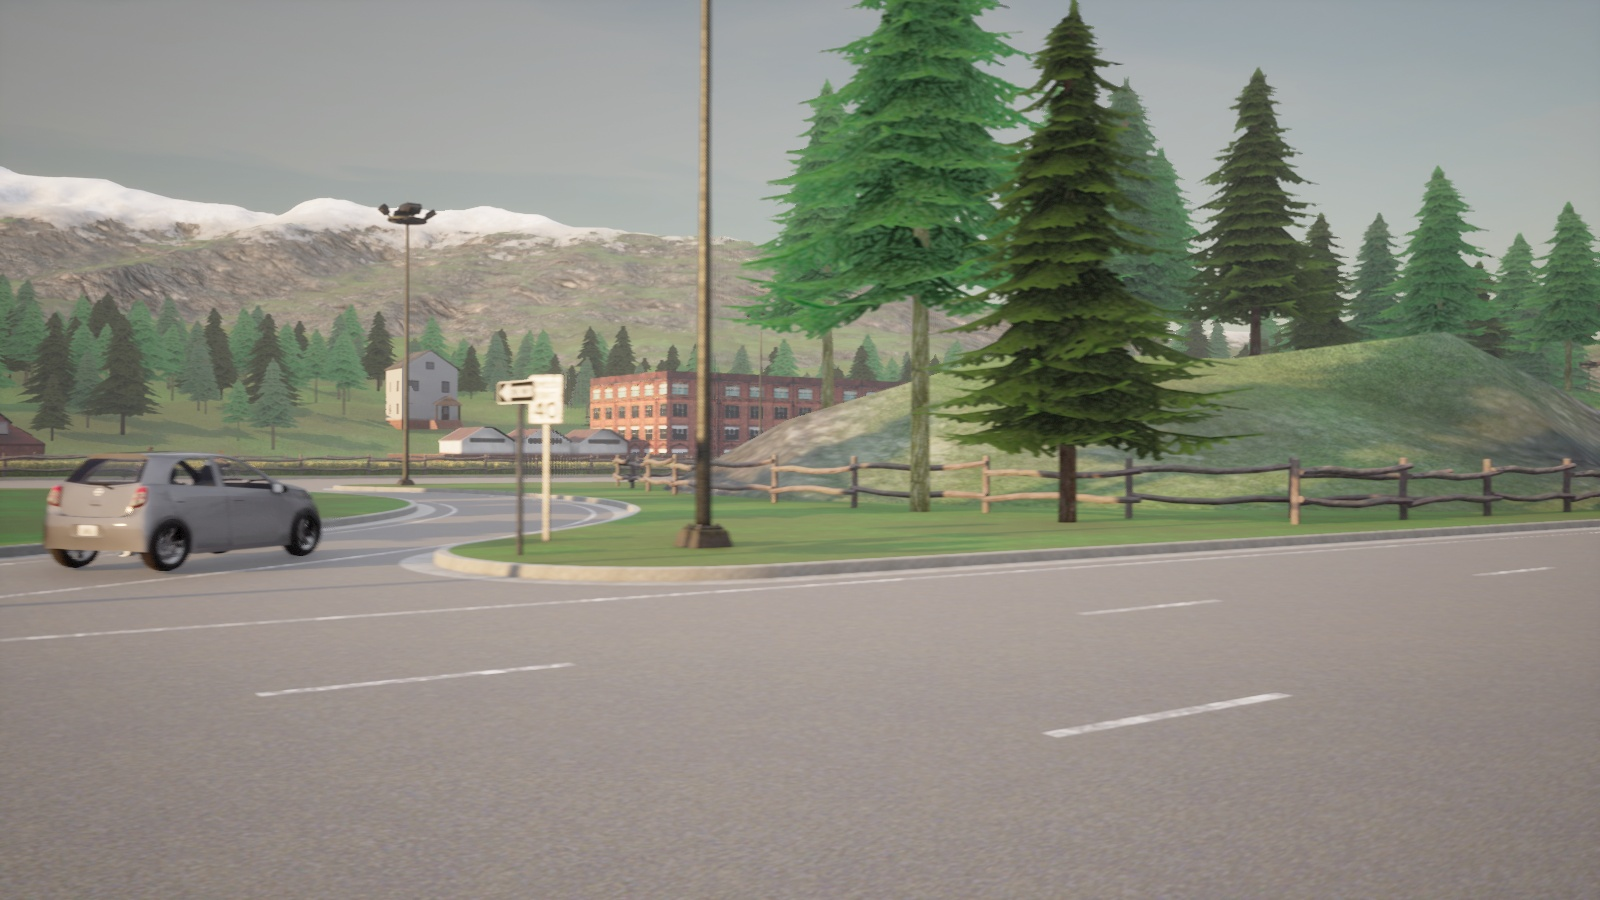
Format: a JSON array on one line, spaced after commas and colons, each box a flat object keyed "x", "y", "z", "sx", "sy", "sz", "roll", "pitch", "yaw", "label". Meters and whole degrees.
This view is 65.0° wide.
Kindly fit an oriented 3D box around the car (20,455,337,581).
[{"x": -8.229, "y": 0.827, "z": 17.001, "sx": 1.845, "sy": 1.501, "sz": 3.633, "roll": 0, "pitch": 0, "yaw": 17, "label": "car"}]
